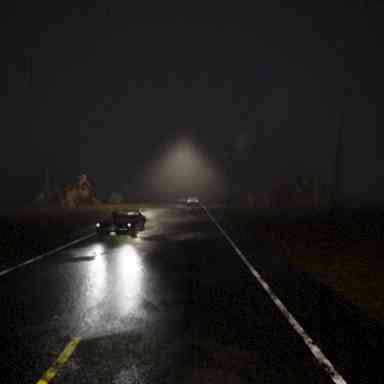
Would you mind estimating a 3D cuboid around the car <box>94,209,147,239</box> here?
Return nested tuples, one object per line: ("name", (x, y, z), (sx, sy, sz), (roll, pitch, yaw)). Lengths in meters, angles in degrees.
("car", (-3.602, 1.594, 17.433), (1.895, 1.301, 4.718), (0, 0, 0))

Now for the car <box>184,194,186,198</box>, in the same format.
("car", (-0.002, 1.474, 66.849), (2.128, 1.511, 4.902), (0, 0, 0))

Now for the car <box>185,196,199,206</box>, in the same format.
("car", (0.103, 1.581, 52.909), (1.895, 1.301, 4.718), (0, 0, -1))
